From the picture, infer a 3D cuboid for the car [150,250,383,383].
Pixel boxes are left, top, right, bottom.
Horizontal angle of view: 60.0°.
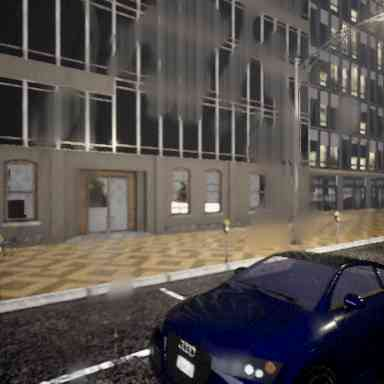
[{"bbox_3d":[1.554,1.551,4.488,4.181,1.385,1.994,0,0,-36],"label":"car"}]
